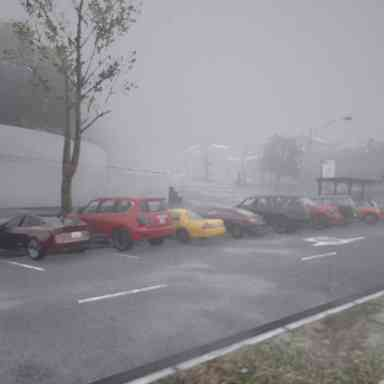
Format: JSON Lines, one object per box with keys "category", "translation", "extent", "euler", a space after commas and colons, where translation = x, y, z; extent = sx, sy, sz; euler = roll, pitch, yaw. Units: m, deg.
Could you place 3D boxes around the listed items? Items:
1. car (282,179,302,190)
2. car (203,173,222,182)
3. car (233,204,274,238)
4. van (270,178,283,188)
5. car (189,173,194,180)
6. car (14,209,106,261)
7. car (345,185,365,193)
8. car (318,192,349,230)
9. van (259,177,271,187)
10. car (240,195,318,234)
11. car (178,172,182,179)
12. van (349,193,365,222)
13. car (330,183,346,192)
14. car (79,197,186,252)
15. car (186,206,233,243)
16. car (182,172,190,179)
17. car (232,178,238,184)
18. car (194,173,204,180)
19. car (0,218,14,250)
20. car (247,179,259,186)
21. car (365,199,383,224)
{"category": "car", "translation": [19.431, -1.134, 62.873], "extent": [2.231, 1.521, 4.892], "euler": [7, 3, 35]}
{"category": "car", "translation": [5.671, -3.318, 82.719], "extent": [1.946, 1.575, 5.366], "euler": [7, 3, 34]}
{"category": "car", "translation": [1.587, 1.517, 17.633], "extent": [4.674, 1.452, 2.002], "euler": [-1, 0, 35]}
{"category": "van", "translation": [17.668, -1.633, 65.233], "extent": [1.878, 1.987, 4.442], "euler": [7, 4, 35]}
{"category": "car", "translation": [2.022, -3.992, 87.441], "extent": [2.185, 1.767, 4.553], "euler": [6, 3, 34]}
{"category": "car", "translation": [-5.781, 1.517, 12.428], "extent": [4.792, 1.488, 2.163], "euler": [-1, 0, 35]}
{"category": "car", "translation": [26.340, -0.006, 53.021], "extent": [2.002, 1.452, 4.674], "euler": [7, 3, 35]}
{"category": "car", "translation": [6.525, 1.219, 21.098], "extent": [5.566, 2.045, 2.435], "euler": [-1, -1, 35]}
{"category": "van", "translation": [15.937, -1.906, 67.703], "extent": [1.878, 1.987, 4.442], "euler": [7, 4, 35]}
{"category": "car", "translation": [4.012, 1.223, 19.391], "extent": [5.566, 2.045, 2.435], "euler": [-1, 0, 35]}
{"category": "car", "translation": [-1.484, -4.503, 92.256], "extent": [2.435, 2.045, 5.566], "euler": [1, -1, 34]}
{"category": "van", "translation": [9.062, 1.240, 22.769], "extent": [4.442, 1.987, 1.878], "euler": [-1, -1, 35]}
{"category": "car", "translation": [24.647, -0.568, 55.491], "extent": [2.435, 2.045, 5.566], "euler": [7, 3, 35]}
{"category": "car", "translation": [-3.338, 1.233, 14.174], "extent": [5.566, 2.045, 2.435], "euler": [-1, 0, 34]}
{"category": "car", "translation": [-1.019, 1.480, 16.003], "extent": [5.366, 1.575, 1.946], "euler": [-1, 0, 35]}
{"category": "car", "translation": [0.290, -4.226, 89.910], "extent": [2.185, 1.767, 4.553], "euler": [4, 1, 33]}
{"category": "car", "translation": [10.783, -2.459, 75.213], "extent": [2.002, 1.452, 4.674], "euler": [7, 3, 35]}
{"category": "car", "translation": [3.818, -3.840, 84.976], "extent": [2.435, 2.045, 5.566], "euler": [7, 4, 34]}
{"category": "car", "translation": [-8.200, 1.495, 10.680], "extent": [4.892, 1.521, 2.231], "euler": [-1, -1, 34]}
{"category": "car", "translation": [14.361, -1.954, 70.433], "extent": [1.946, 1.575, 5.366], "euler": [7, 3, 35]}
{"category": "car", "translation": [11.470, 1.339, 24.521], "extent": [4.553, 1.767, 2.185], "euler": [-1, -1, 35]}
